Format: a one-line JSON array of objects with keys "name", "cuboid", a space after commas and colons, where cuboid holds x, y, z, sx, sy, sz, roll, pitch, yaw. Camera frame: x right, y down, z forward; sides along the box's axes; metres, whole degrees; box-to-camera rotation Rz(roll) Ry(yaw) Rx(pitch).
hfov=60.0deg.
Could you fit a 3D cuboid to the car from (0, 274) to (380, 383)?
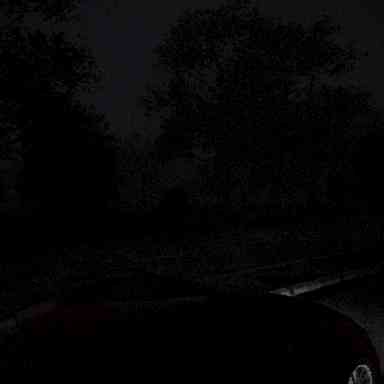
[{"name": "car", "cuboid": [-0.195, 1.529, 2.991, 4.674, 1.442, 1.812, 0, 0, -35]}]
